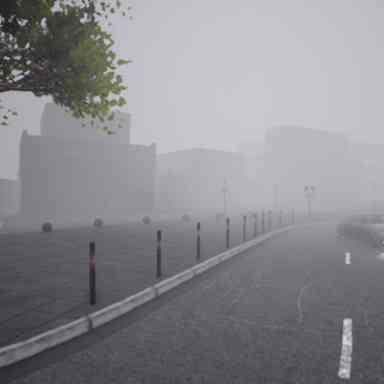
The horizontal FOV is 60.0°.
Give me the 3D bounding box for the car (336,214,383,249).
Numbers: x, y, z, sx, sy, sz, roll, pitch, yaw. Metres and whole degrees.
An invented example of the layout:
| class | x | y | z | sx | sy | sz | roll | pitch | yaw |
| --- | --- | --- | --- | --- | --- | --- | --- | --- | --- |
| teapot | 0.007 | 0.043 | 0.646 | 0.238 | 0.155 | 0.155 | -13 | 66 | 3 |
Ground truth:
| class | x | y | z | sx | sy | sz | roll | pitch | yaw |
| --- | --- | --- | --- | --- | --- | --- | --- | --- | --- |
| car | 8.175 | 1.681 | 14.912 | 1.994 | 1.385 | 4.181 | 0 | -1 | 0 |
